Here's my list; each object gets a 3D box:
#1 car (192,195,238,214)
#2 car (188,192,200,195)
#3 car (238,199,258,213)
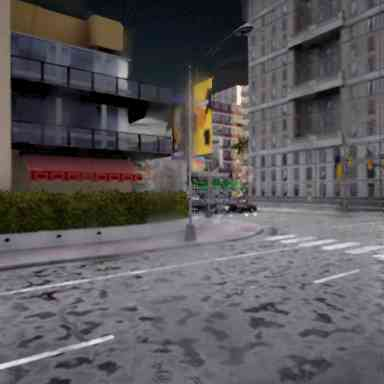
[{"bbox_3d":[1.975,1.405,34.066,2.128,1.511,4.902,0,0,-35],"label":"car"},{"bbox_3d":[0.056,1.070,64.156,2.150,2.045,5.566,0,0,-15],"label":"car"},{"bbox_3d":[4.658,1.447,36.332,2.033,1.411,5.357,0,0,-35],"label":"car"}]
